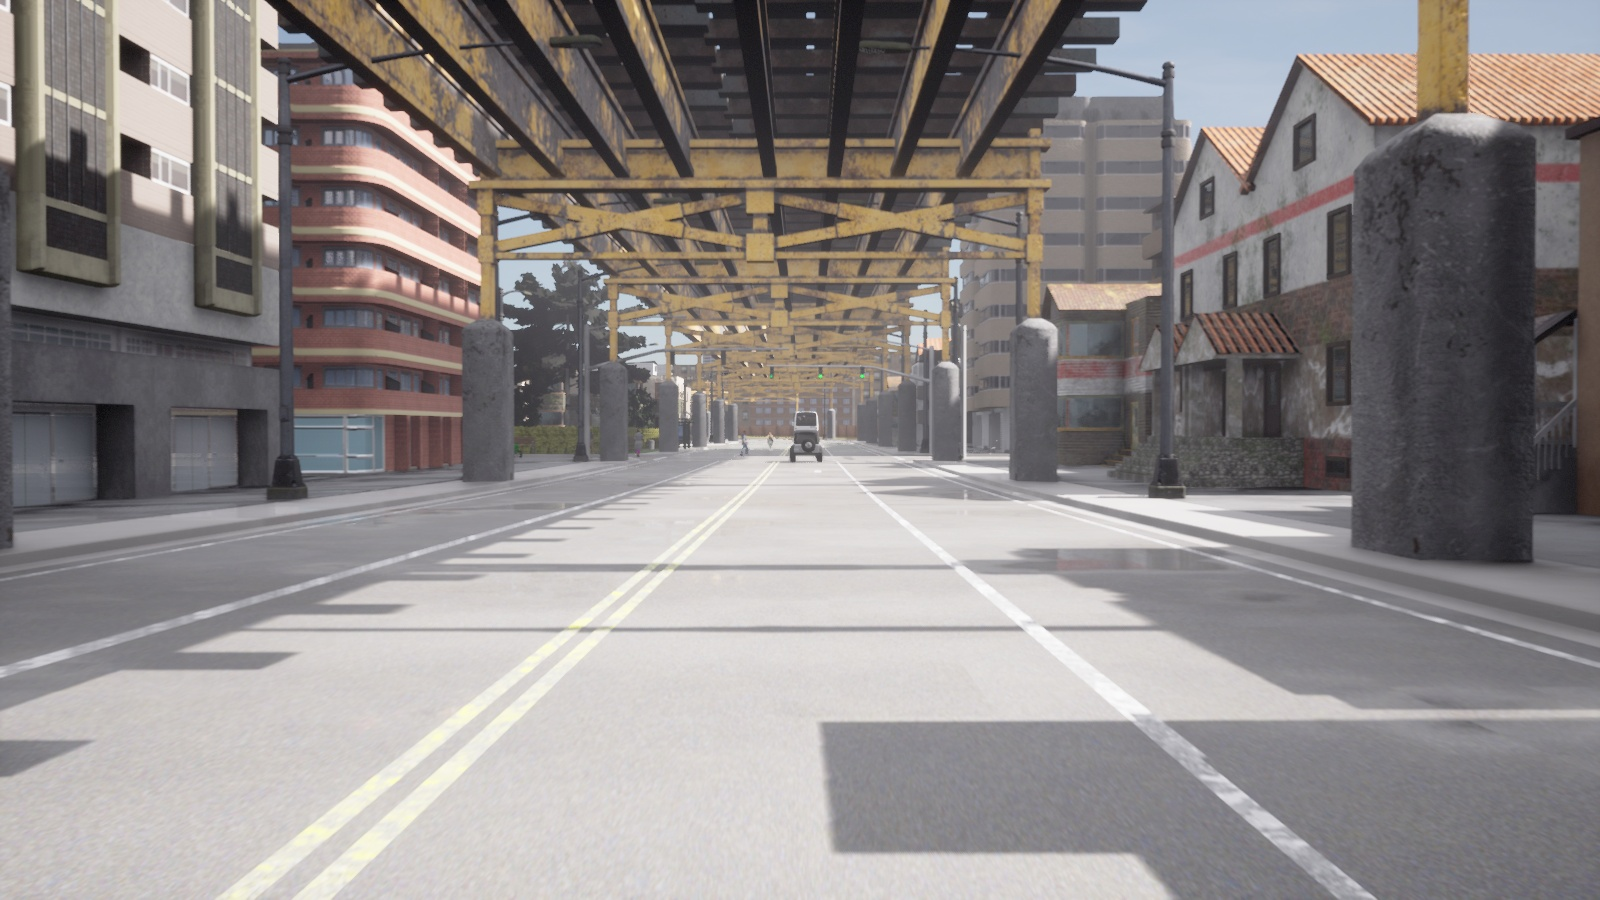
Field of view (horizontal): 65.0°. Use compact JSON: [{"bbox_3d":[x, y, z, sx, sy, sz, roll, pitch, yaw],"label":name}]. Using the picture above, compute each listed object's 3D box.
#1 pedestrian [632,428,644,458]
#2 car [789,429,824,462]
[{"bbox_3d":[-10.831,-0.483,84.025,0.659,1.952,0.873,0,1,-20],"label":"pedestrian"},{"bbox_3d":[0.350,-0.271,74.261,1.905,1.878,3.866,0,1,-2],"label":"car"}]
